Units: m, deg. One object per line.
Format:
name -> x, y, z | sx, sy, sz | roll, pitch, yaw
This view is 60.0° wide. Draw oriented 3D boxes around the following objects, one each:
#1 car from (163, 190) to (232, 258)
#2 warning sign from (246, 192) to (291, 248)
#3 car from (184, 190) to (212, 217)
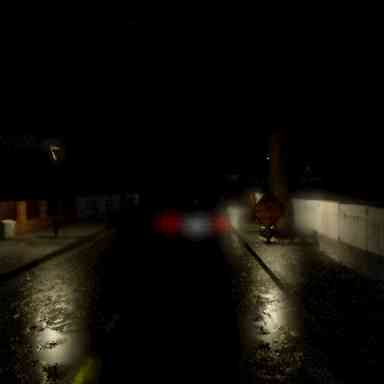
car -> 0.230, 1.053, 12.193 | 2.150, 2.045, 5.566 | 0, 1, 2
warning sign -> 2.668, 0.953, 11.778 | 1.300, 1.860, 1.060 | -1, -1, 1
car -> 0.614, 0.867, 28.351 | 2.150, 2.045, 5.566 | 0, 1, 3
